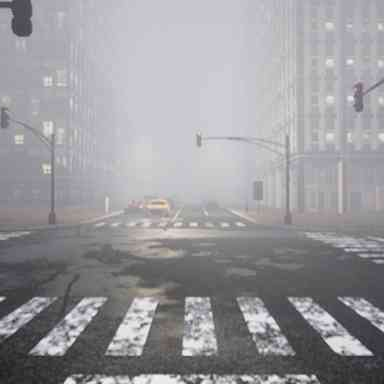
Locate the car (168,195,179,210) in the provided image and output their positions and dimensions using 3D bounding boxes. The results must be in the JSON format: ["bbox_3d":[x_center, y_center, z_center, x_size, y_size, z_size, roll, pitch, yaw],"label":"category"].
[{"bbox_3d":[-3.066,1.459,43.273,1.882,1.535,5.008,0,0,0],"label":"car"}]

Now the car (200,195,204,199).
[{"bbox_3d":[2.730,1.502,56.587,1.752,1.417,4.829,1,0,0],"label":"car"}]

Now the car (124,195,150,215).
[{"bbox_3d":[-5.659,1.426,34.052,1.967,1.590,4.097,1,0,0],"label":"car"}]

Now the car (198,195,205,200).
[{"bbox_3d":[2.747,1.507,95.457,1.887,1.381,4.507,1,0,0],"label":"car"}]

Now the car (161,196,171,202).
[{"bbox_3d":[-5.643,1.515,73.079,1.887,1.381,4.507,1,0,0],"label":"car"}]

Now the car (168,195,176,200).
[{"bbox_3d":[-5.634,1.528,95.379,1.947,1.339,4.313,1,0,0],"label":"car"}]

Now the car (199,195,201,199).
[{"bbox_3d":[2.731,1.540,61.994,1.947,1.339,4.313,1,0,0],"label":"car"}]

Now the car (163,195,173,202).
[{"bbox_3d":[-5.641,1.519,78.654,2.008,1.369,4.403,1,0,0],"label":"car"}]

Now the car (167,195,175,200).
[{"bbox_3d":[-5.636,1.515,89.804,2.008,1.369,4.403,1,0,0],"label":"car"}]

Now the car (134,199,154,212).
[{"bbox_3d":[-5.660,1.565,39.628,1.802,1.307,4.206,1,0,0],"label":"car"}]

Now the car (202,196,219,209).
[{"bbox_3d":[2.723,1.563,45.261,1.802,1.307,4.206,1,0,0],"label":"car"}]

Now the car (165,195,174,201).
[{"bbox_3d":[-5.639,1.511,84.229,1.887,1.381,4.507,1,0,0],"label":"car"}]

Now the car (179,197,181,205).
[{"bbox_3d":[-3.031,1.326,58.940,2.097,1.767,4.553,0,0,0],"label":"car"}]

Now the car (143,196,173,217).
[{"bbox_3d":[-3.080,1.464,30.955,1.882,1.535,5.008,0,0,0],"label":"car"}]
